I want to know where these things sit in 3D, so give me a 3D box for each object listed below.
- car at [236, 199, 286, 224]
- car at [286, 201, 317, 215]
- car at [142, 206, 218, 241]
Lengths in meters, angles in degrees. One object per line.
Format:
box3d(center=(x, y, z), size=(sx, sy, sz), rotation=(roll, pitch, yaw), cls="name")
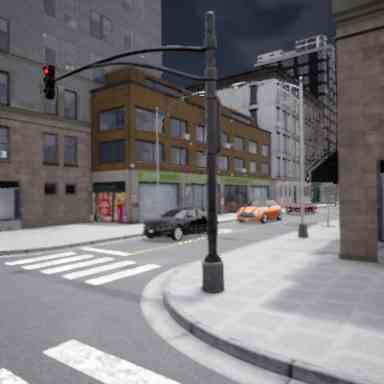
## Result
box3d(center=(5.190, 1.380, 25.508), size=(2.097, 1.767, 4.553), rotation=(-1, 0, 35), cls="car")
box3d(center=(11.065, 1.587, 33.735), size=(1.895, 1.301, 4.718), rotation=(-1, 0, 36), cls="car")
box3d(center=(-0.504, 1.547, 17.515), size=(1.882, 1.535, 5.008), rotation=(-1, 0, 34), cls="car")
